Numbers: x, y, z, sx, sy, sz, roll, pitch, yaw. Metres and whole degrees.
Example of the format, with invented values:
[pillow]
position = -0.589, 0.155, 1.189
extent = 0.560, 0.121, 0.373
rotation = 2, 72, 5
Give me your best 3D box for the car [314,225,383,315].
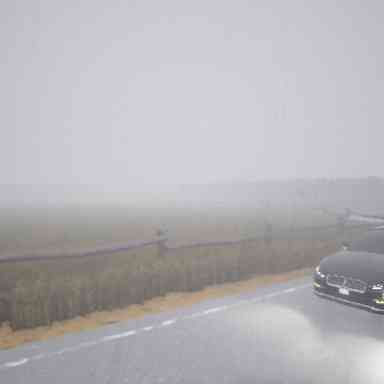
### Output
[car]
position = 4.678, 1.510, 7.288
extent = 4.892, 1.490, 1.837
rotation = 0, 0, -35
